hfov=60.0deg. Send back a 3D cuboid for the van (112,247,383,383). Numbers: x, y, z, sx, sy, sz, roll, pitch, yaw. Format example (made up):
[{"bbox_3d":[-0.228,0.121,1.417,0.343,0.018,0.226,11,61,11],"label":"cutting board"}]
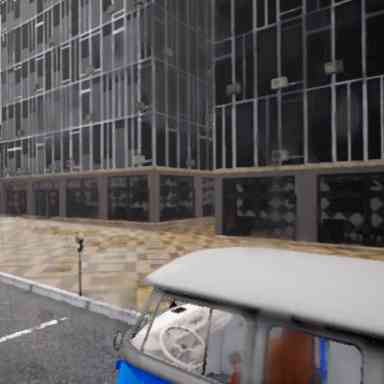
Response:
[{"bbox_3d":[1.283,1.341,1.820,3.998,1.788,1.690,0,-1,36],"label":"van"}]
